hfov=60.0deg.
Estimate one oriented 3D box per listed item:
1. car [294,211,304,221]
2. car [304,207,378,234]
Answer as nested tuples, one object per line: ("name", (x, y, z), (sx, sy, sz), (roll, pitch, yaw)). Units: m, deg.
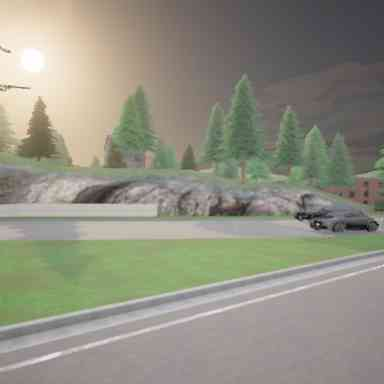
("car", (11.382, 1.989, 29.390), (4.718, 1.301, 1.895), (1, -1, -22))
("car", (9.763, 1.858, 21.404), (4.181, 1.385, 1.994), (1, -1, -18))
